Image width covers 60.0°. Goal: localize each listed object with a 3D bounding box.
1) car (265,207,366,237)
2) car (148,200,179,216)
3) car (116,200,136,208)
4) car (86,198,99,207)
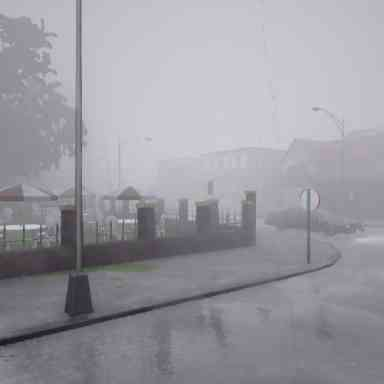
[{"bbox_3d":[6.554,1.547,18.415,2.033,1.411,5.357,0,0,-36],"label":"car"},{"bbox_3d":[-2.785,1.503,31.427,1.837,1.490,4.892,0,1,-36],"label":"car"},{"bbox_3d":[-10.009,1.478,48.739,1.882,1.535,5.008,0,0,-35],"label":"car"},{"bbox_3d":[-15.270,1.351,49.022,2.097,1.767,4.553,0,0,-35],"label":"car"}]
